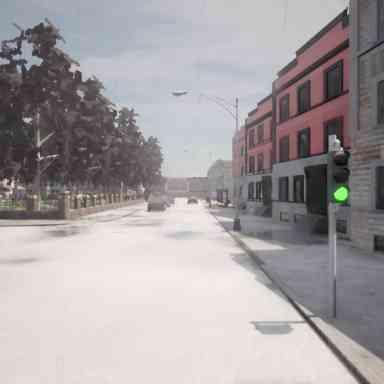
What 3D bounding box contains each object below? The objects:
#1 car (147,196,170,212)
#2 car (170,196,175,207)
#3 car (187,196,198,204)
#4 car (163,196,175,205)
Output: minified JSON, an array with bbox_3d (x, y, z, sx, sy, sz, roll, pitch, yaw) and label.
[{"bbox_3d":[-4.083,1.480,39.299,1.882,1.535,5.008,0,0,0],"label":"car"},{"bbox_3d":[-4.078,1.550,49.199,2.033,1.411,5.357,0,0,0],"label":"car"},{"bbox_3d":[0.135,1.530,63.270,1.812,1.442,4.674,0,0,0],"label":"car"},{"bbox_3d":[-4.045,1.509,59.598,1.837,1.490,4.892,0,0,0],"label":"car"}]
